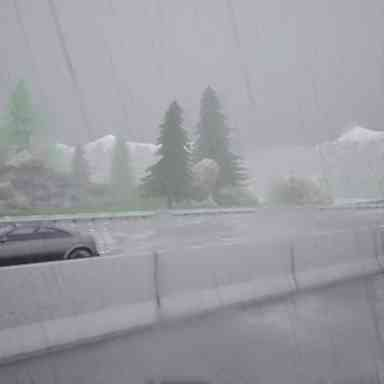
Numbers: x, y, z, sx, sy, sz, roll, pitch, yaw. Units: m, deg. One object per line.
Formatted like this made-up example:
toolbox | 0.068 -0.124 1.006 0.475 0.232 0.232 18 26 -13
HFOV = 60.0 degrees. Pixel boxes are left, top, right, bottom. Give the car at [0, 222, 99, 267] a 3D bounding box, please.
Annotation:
car | -4.727 1.540 9.059 4.181 1.385 1.994 0 0 -35

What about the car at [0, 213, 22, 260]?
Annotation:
car | -8.106 1.544 10.964 4.181 1.385 1.994 0 0 -35
